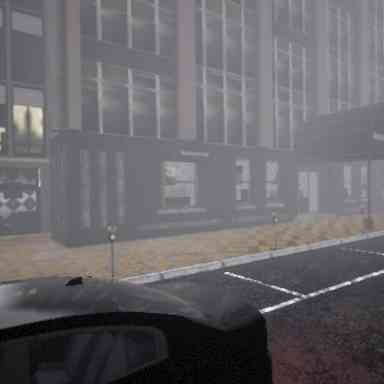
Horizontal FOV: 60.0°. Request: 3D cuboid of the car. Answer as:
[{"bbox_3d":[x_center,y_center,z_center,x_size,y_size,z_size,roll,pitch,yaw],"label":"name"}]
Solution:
[{"bbox_3d":[-1.615,1.480,2.241,5.008,1.535,1.882,-1,1,-35],"label":"car"}]
